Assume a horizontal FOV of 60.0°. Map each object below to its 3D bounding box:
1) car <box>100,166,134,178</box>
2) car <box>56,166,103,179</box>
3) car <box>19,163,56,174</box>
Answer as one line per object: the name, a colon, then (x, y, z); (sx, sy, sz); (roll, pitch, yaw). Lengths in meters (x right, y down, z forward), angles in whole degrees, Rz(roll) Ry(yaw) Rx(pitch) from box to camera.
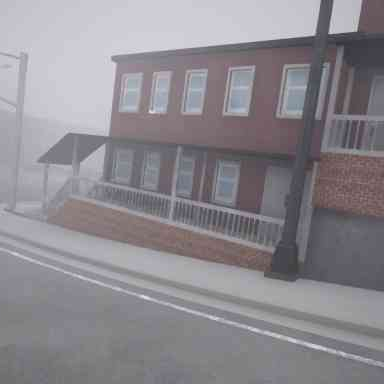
car: (-11.019, -2.937, 49.184); (1.895, 1.301, 4.718); (11, 7, 35)
car: (-13.361, -2.382, 40.035); (1.895, 1.301, 4.718); (11, 7, 35)
car: (-17.904, -2.946, 39.640); (1.895, 1.301, 4.718); (11, 7, 35)
